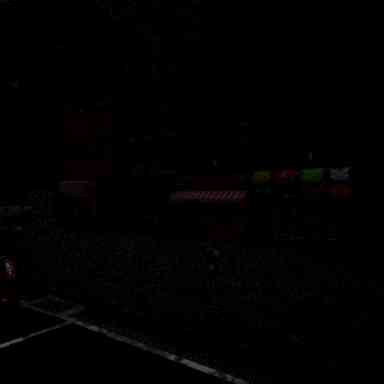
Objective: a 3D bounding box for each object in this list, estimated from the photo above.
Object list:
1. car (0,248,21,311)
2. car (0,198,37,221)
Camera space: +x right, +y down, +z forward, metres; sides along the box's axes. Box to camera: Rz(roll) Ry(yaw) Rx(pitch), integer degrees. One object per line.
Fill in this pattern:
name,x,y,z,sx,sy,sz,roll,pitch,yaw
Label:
car,-5.208,1.440,6.532,4.097,1.590,1.967,0,0,35
car,-16.298,1.558,28.408,2.150,2.045,5.566,-1,-2,37
